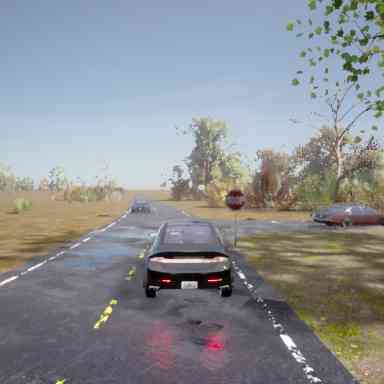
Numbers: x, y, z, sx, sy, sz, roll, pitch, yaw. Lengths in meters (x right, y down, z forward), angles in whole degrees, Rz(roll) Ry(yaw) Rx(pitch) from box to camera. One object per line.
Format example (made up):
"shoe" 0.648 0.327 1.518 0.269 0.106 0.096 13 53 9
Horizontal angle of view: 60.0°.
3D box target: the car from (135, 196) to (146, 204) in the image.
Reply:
"car" -9.862 1.548 63.343 1.994 1.385 4.181 0 0 -9

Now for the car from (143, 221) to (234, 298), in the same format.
"car" -0.106 1.492 8.525 2.128 1.511 4.902 0 0 -1

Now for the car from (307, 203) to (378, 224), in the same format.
"car" 11.309 1.555 25.107 4.674 1.442 1.812 0 0 -9

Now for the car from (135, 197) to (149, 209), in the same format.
"car" -7.068 1.516 46.518 1.812 1.442 4.674 0 0 -9

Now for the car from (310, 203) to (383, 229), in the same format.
"car" 10.510 1.566 21.400 5.357 1.411 2.033 0 0 -14

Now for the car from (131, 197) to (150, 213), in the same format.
"car" -5.597 1.558 36.402 1.994 1.385 4.181 0 0 -8
